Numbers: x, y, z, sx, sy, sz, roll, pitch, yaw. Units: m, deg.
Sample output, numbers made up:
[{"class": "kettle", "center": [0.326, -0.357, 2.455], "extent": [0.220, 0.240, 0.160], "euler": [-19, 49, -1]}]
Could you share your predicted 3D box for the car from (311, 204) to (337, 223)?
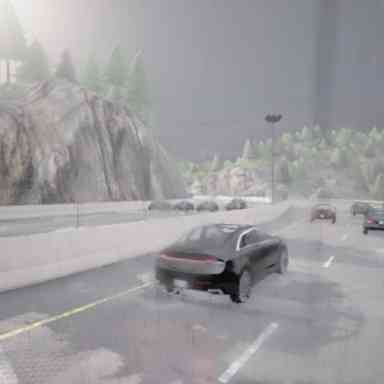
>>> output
[{"class": "car", "center": [10.982, 1.710, 27.773], "extent": [1.812, 1.442, 4.674], "euler": [0, 0, 24]}]

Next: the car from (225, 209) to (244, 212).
[{"class": "car", "center": [5.615, 1.707, 42.473], "extent": [2.097, 1.767, 4.553], "euler": [0, 0, 20]}]

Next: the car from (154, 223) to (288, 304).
[{"class": "car", "center": [1.021, 1.550, 8.454], "extent": [2.128, 1.511, 4.902], "euler": [0, 0, 31]}]

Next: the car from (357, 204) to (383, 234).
[{"class": "car", "center": [11.123, 1.676, 19.741], "extent": [2.033, 1.411, 5.357], "euler": [0, 0, 27]}]

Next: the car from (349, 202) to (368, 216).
[{"class": "car", "center": [17.820, 1.778, 35.123], "extent": [2.033, 1.411, 5.357], "euler": [0, 0, 21]}]
